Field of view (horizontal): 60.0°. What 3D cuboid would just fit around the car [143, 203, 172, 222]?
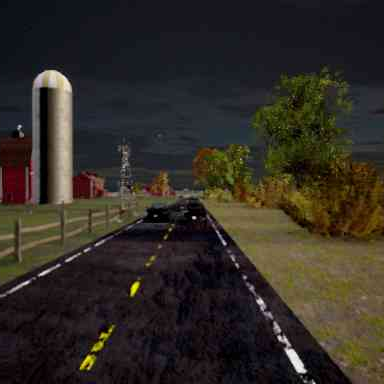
[{"bbox_3d":[-2.713,1.598,26.695,1.994,1.385,4.181,0,0,1],"label":"car"}]

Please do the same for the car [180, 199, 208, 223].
[{"bbox_3d":[0.174,1.542,25.673,1.837,1.490,4.892,0,0,1],"label":"car"}]

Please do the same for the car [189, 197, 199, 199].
[{"bbox_3d":[0.261,1.454,42.829,2.097,1.767,4.553,0,0,0],"label":"car"}]
